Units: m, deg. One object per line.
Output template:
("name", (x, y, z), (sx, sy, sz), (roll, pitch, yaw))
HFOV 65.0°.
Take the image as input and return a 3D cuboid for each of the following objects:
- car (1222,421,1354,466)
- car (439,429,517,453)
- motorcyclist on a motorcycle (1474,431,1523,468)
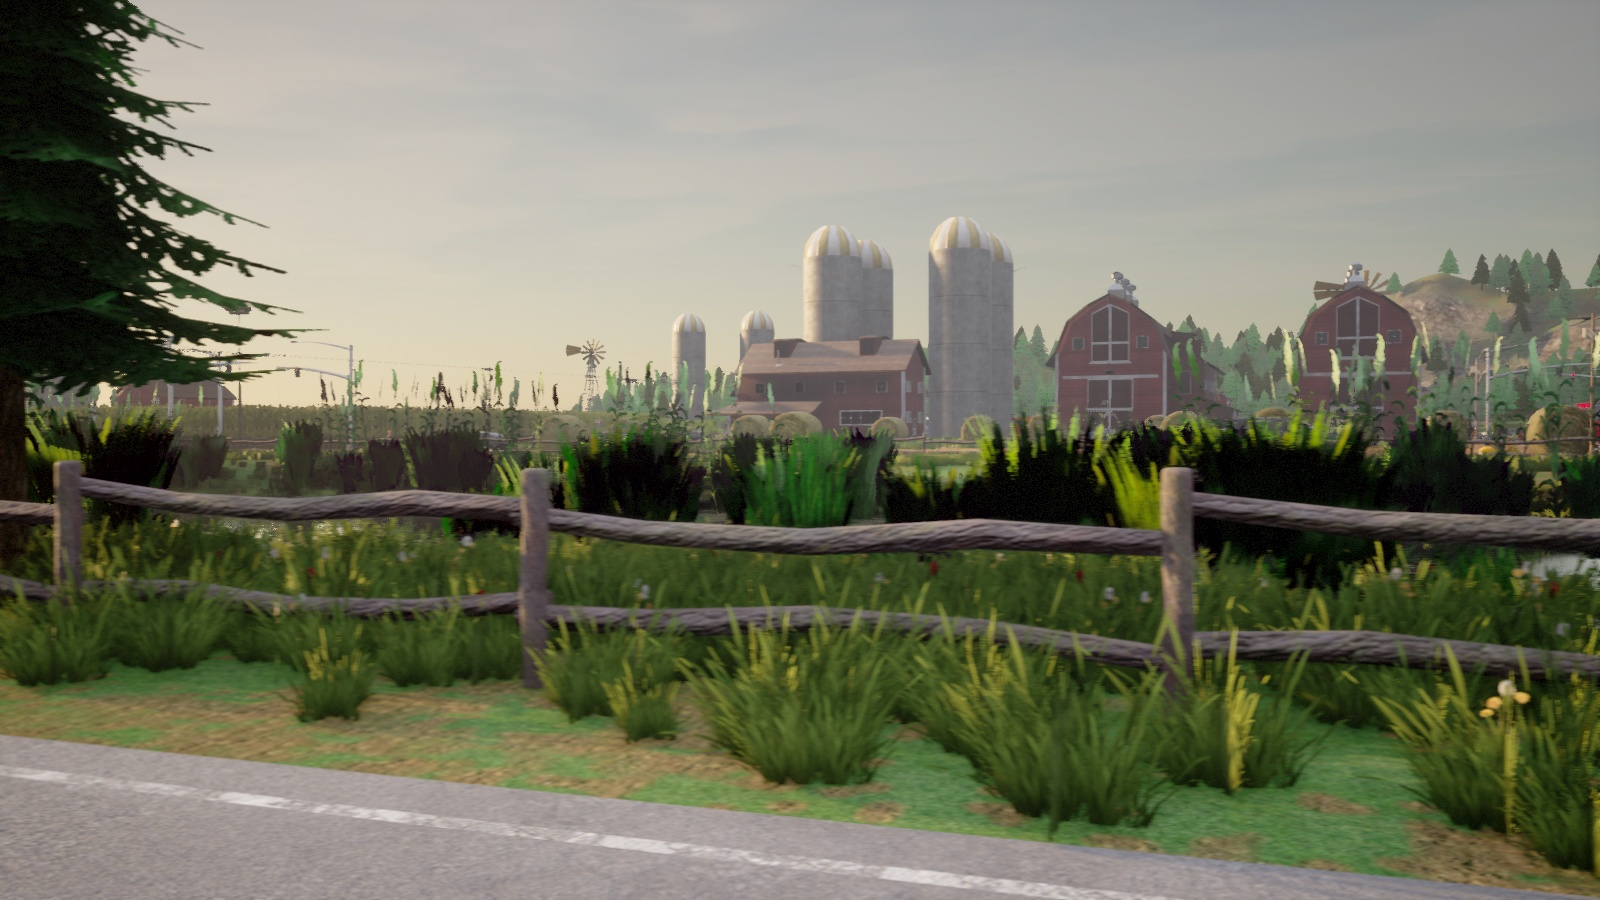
("car", (22.678, -0.337, 58.405), (5.566, 2.045, 2.150), (1, 1, 25))
("car", (-21.105, -0.599, 82.389), (4.892, 1.490, 1.837), (1, 1, 25))
("motorcyclist on a motorcycle", (30.482, -0.015, 54.819), (1.817, 1.590, 0.866), (1, 1, 25))
